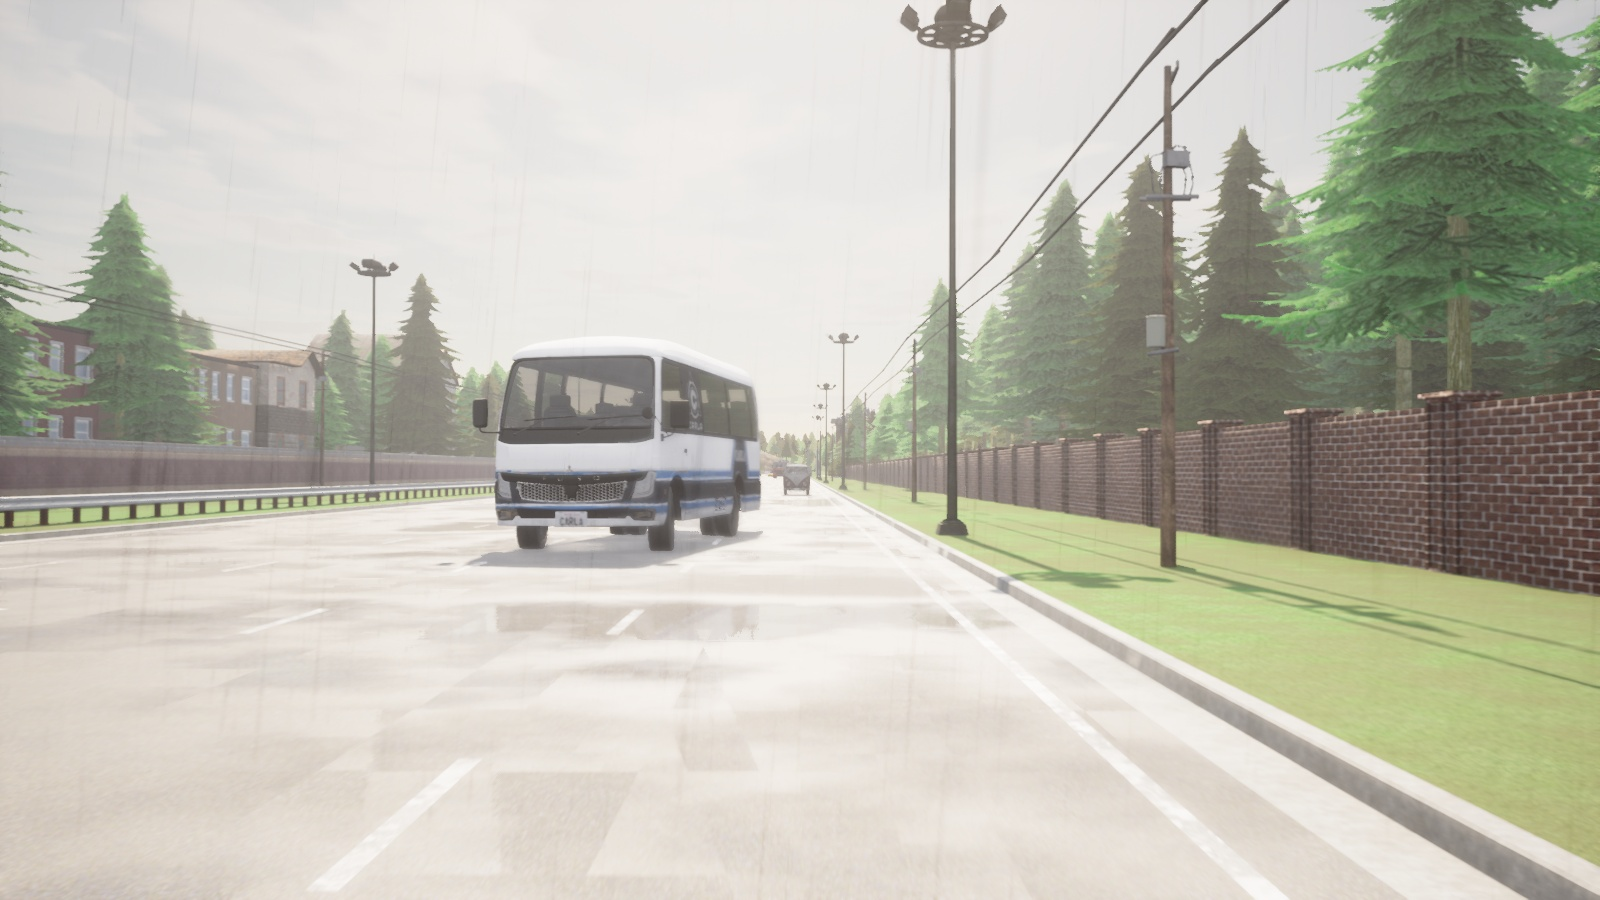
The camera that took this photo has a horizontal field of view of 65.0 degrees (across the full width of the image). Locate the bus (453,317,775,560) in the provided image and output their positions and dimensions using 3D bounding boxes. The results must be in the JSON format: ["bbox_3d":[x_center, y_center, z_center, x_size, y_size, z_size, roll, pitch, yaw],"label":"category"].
[{"bbox_3d":[-3.455,-0.089,27.394,3.944,4.253,10.273,-1,-1,9],"label":"bus"}]

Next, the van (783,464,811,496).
[{"bbox_3d":[-0.197,1.936,81.717,1.775,1.987,4.442,0,-1,0],"label":"van"}]
